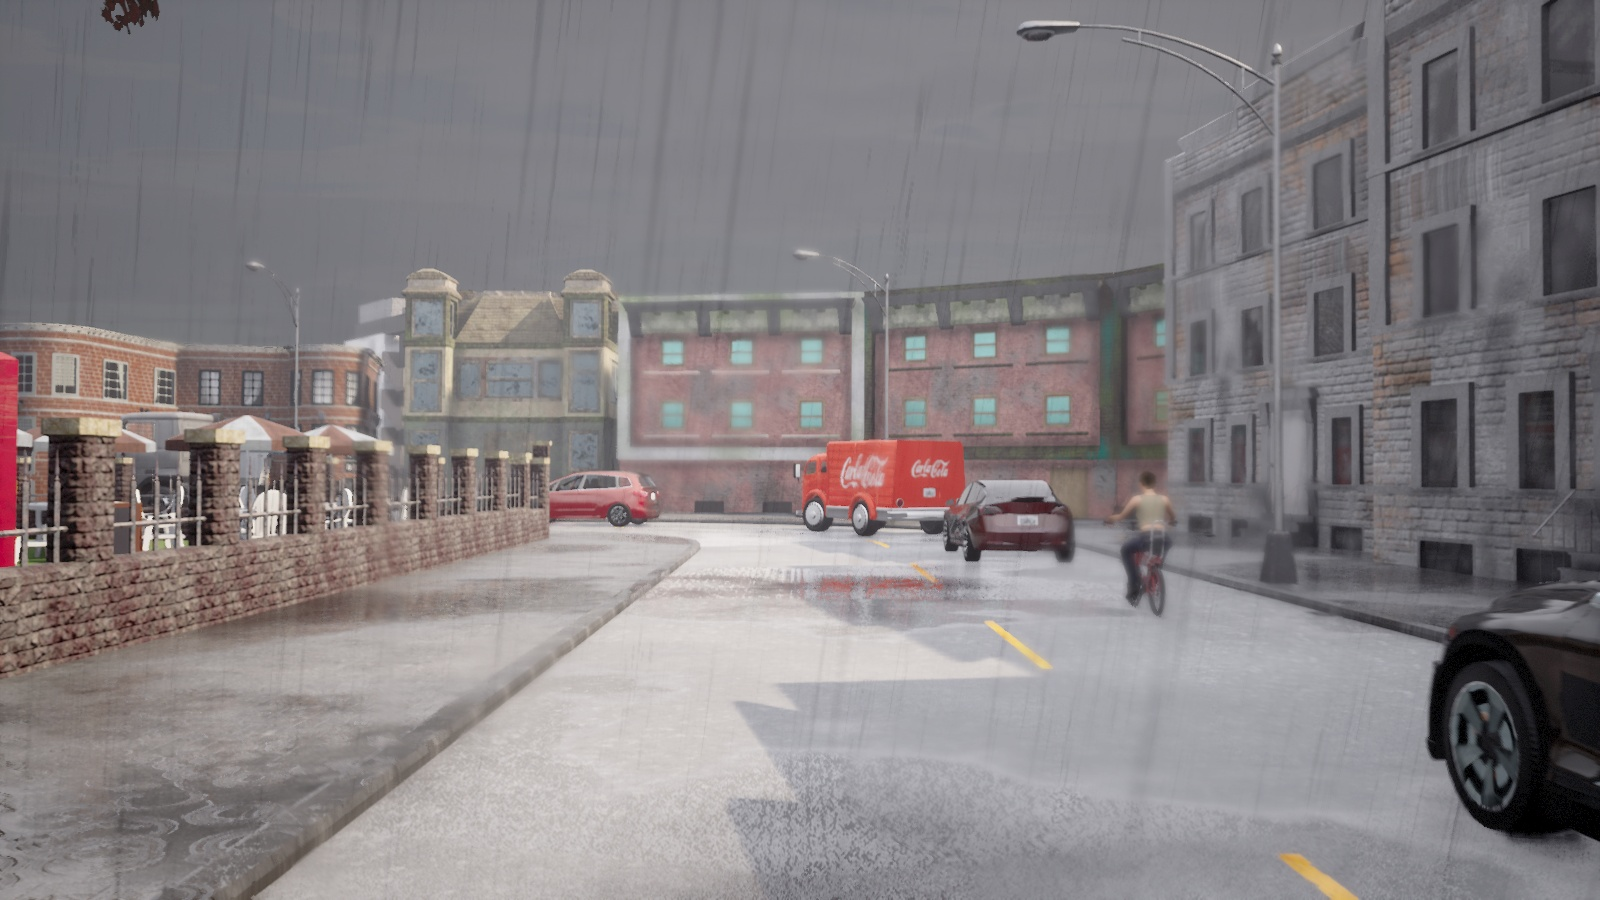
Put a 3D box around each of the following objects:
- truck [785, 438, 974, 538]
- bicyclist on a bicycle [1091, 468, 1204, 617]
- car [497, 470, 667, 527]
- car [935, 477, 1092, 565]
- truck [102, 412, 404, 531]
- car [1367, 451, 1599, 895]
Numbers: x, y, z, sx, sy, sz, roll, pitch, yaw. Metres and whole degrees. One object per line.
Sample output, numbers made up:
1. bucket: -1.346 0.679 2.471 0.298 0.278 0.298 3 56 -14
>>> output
1. truck: 2.005 0.987 33.657 2.627 2.467 5.204 0 -1 -30
2. bicyclist on a bicycle: 3.960 1.023 14.416 0.866 1.612 1.509 0 -1 0
3. car: -6.569 1.440 38.156 4.611 1.667 2.242 0 -1 9
4. car: 3.942 1.276 24.070 2.163 1.488 4.792 0 -1 0
5. truck: -16.515 0.656 38.321 7.936 3.462 2.891 0 -1 -1
6. car: 3.989 0.815 4.125 2.033 1.649 4.856 0 -1 0
